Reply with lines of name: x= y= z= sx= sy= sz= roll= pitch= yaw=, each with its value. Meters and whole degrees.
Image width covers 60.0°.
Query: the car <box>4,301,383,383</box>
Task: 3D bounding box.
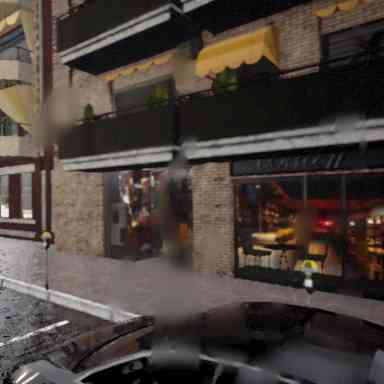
car: x=0.338 y=1.576 z=2.489 sx=4.313 sy=1.339 sz=1.947 roll=-1 pitch=-1 yaw=36
